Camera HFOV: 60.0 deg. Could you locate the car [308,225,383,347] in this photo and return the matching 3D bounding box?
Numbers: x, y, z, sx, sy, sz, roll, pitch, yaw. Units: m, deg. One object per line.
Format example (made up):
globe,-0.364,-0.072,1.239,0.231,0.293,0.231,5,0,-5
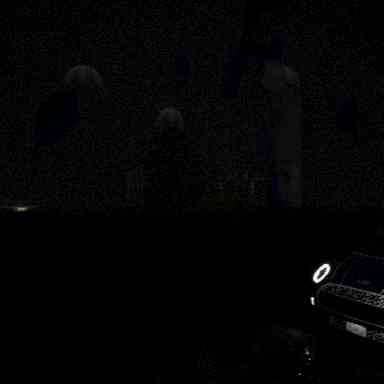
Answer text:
car,4.164,1.363,6.029,4.553,1.767,2.097,0,0,-35
